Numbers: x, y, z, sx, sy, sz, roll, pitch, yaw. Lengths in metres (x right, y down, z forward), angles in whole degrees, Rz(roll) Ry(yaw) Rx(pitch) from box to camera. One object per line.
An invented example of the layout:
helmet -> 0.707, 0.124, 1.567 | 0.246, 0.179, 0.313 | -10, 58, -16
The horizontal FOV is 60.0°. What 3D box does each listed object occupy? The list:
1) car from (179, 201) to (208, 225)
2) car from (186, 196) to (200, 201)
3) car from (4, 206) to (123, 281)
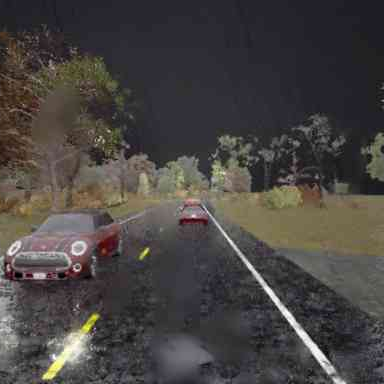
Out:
car -> 0.103, 1.584, 24.483 | 1.994, 1.385, 4.181 | 0, 0, 0
car -> 0.151, 1.391, 48.748 | 2.097, 1.767, 4.553 | 0, 0, 1
car -> -3.526, 1.360, 9.989 | 2.097, 1.767, 4.553 | 0, 0, 1
